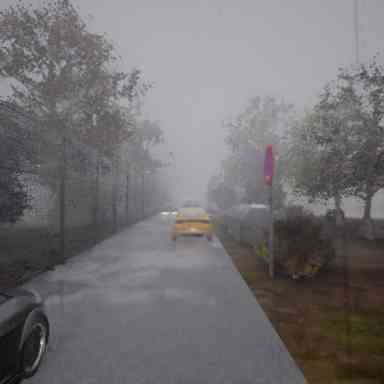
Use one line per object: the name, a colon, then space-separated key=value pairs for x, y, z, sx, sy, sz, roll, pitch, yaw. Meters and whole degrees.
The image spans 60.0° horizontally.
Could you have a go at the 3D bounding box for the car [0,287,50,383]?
car: x=-2.863 y=1.569 z=2.711 sx=1.994 sy=1.385 sz=4.181 roll=0 pitch=0 yaw=0

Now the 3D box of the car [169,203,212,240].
car: x=0.010 y=1.565 z=17.513 sx=1.882 sy=1.535 sz=5.008 roll=0 pitch=0 yaw=0

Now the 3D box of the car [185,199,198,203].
car: x=-0.058 y=1.736 z=38.036 sx=2.097 sy=1.767 sz=4.553 roll=0 pitch=-1 yaw=0

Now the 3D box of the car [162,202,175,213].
car: x=-3.002 y=2.117 z=45.755 sx=1.994 sy=1.385 sz=4.181 roll=0 pitch=-1 yaw=0
